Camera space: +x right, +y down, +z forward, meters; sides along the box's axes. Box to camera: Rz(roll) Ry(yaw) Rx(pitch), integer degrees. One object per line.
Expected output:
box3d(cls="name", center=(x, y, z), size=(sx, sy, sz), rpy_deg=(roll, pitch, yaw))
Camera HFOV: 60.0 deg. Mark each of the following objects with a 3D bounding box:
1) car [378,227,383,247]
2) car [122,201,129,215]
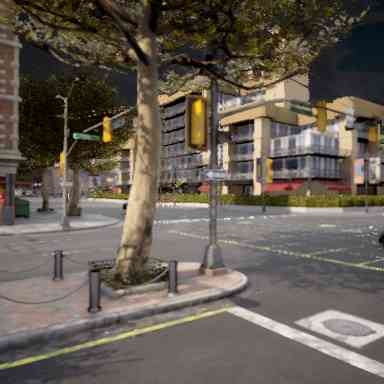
box3d(cls="car", center=(9.667, 1.733, 12.974), size=(1.994, 1.385, 4.181), rpy_deg=(1, 0, -36))
box3d(cls="car", center=(-5.509, 1.624, 34.014), size=(2.128, 1.511, 4.902), rpy_deg=(1, 0, -36))
